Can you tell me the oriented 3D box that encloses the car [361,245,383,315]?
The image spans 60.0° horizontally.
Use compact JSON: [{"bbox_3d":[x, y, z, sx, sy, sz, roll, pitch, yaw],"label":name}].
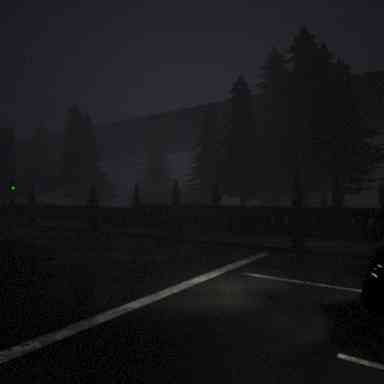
[{"bbox_3d":[5.391,1.208,4.400,5.566,2.045,2.150,0,0,38],"label":"car"}]
